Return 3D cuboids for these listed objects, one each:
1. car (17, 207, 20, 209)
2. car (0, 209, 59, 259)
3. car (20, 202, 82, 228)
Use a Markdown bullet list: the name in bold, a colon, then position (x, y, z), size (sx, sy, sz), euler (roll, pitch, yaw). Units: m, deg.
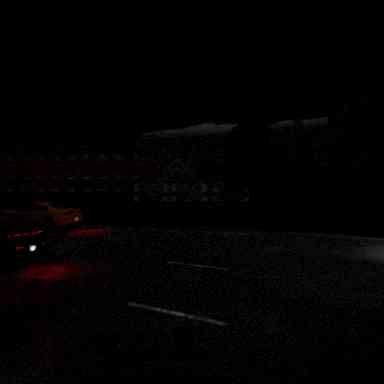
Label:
- **car**: position (-11.145, 1.331, 15.712), size (4.902, 1.511, 2.128), euler (0, 0, 13)
- **car**: position (-6.986, 1.396, 10.673), size (4.892, 1.490, 1.837), euler (0, 0, 20)
- **car**: position (-8.665, 1.292, 18.708), size (5.008, 1.535, 1.882), euler (0, 0, 15)
